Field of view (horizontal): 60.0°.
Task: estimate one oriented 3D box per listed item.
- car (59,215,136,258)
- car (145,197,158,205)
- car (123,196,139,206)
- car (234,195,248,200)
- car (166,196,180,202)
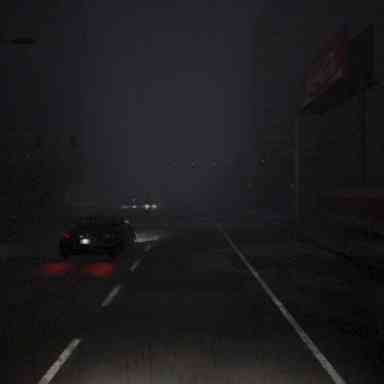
[{"bbox_3d":[-3.459,1.581,12.861,1.994,1.385,4.181,0,0,1],"label":"car"},{"bbox_3d":[-7.054,1.635,58.151,1.994,1.385,4.181,0,0,1],"label":"car"},{"bbox_3d":[-10.554,1.423,58.052,2.097,1.767,4.553,0,0,1],"label":"car"},{"bbox_3d":[12.833,1.523,81.528,5.008,1.535,1.882,0,0,0],"label":"car"},{"bbox_3d":[-4.618,1.663,79.138,1.895,1.301,4.718,0,0,-27],"label":"car"}]
